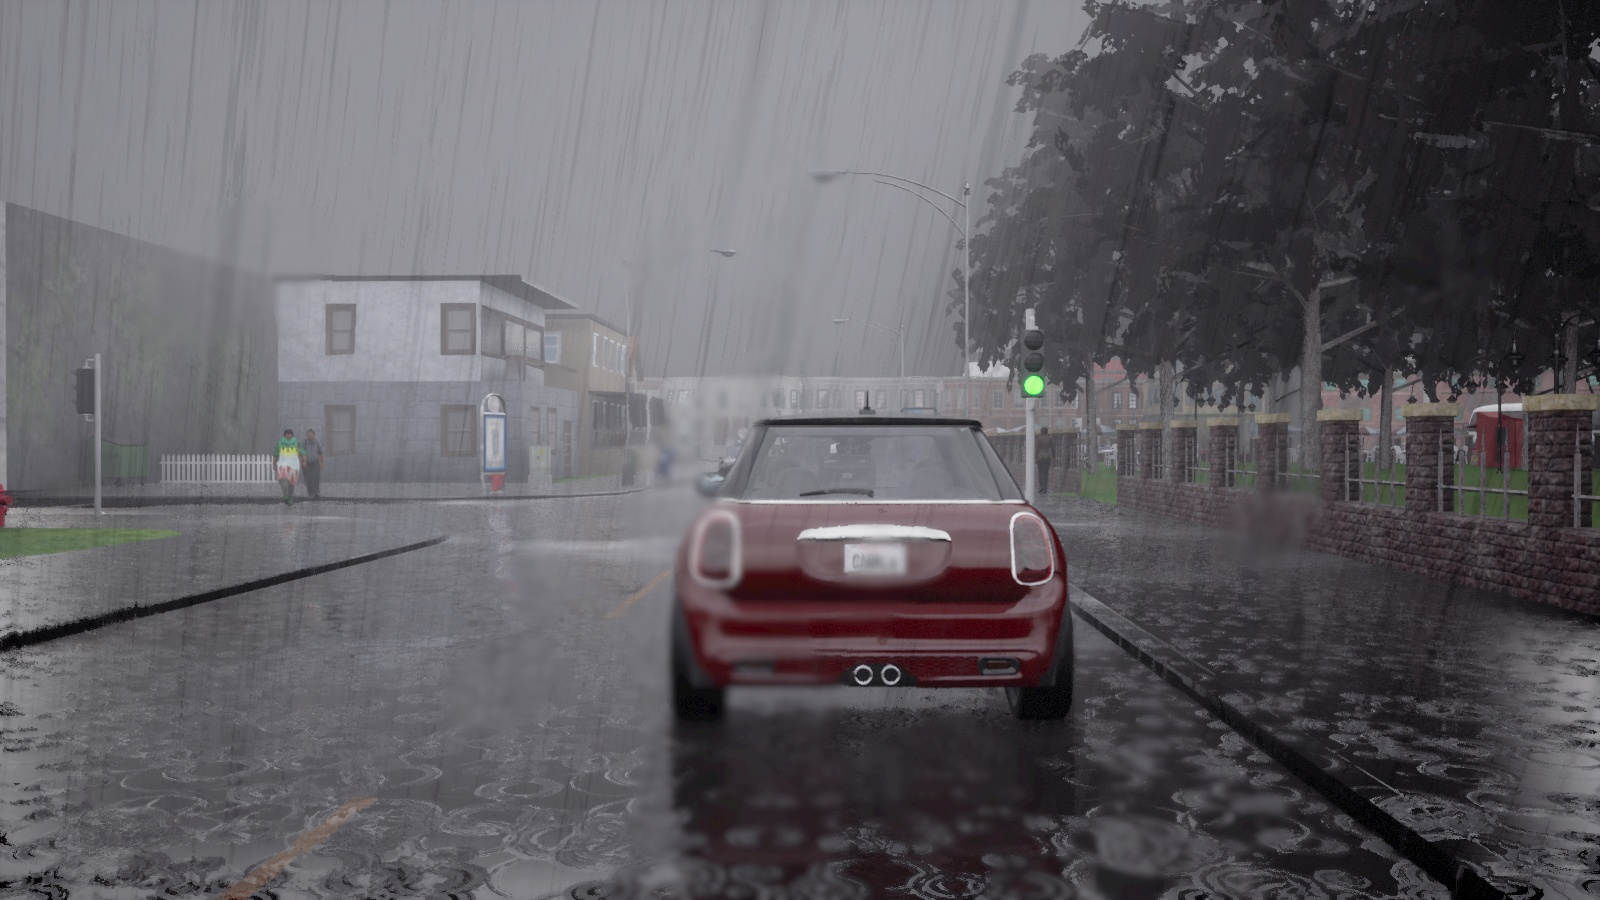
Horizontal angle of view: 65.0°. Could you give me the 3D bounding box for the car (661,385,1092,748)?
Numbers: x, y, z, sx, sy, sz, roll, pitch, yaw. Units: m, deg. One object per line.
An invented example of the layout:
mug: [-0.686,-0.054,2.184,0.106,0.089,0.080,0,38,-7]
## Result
car: [0.367,0.557,8.391,2.097,1.767,4.553,0,0,0]

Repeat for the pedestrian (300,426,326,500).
pedestrian: [-12.399,0.321,31.958,0.540,1.848,0.694,0,0,-27]

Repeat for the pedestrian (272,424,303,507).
pedestrian: [-12.136,0.358,29.763,0.659,1.952,0.873,0,0,-21]

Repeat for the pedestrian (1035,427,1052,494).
pedestrian: [6.641,0.268,34.211,0.328,1.805,0.869,0,0,2]

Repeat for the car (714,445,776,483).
car: [-2.120,0.509,50.148,2.033,1.411,5.357,0,0,2]
